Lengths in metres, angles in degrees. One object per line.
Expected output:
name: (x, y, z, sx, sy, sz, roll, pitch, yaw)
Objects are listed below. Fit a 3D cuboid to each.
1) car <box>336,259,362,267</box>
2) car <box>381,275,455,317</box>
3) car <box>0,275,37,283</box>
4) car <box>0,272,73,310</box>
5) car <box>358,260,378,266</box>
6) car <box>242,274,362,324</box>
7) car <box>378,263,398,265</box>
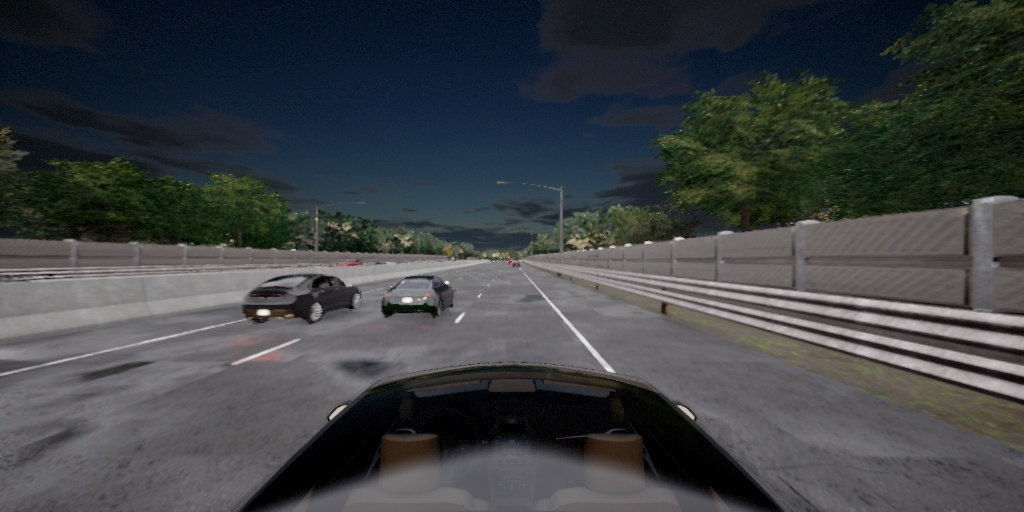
car: (-24.538, 1.438, 54.610, 2.150, 2.045, 5.566, 0, 0, 1)
car: (-3.404, 1.420, 13.677, 1.994, 1.385, 4.181, 0, -1, 0)
car: (-17.604, 1.437, 11.564, 1.895, 1.301, 4.718, 0, -1, 0)
car: (-21.104, 1.402, 13.728, 2.033, 1.411, 5.357, 0, -1, 0)
car: (-21.054, 1.724, 54.470, 1.837, 1.490, 4.892, 0, 0, 1)
car: (-6.904, 1.349, 12.389, 1.837, 1.490, 4.892, 0, 0, 0)
car: (-17.563, 1.725, 52.678, 1.812, 1.442, 4.674, 0, 0, 1)
